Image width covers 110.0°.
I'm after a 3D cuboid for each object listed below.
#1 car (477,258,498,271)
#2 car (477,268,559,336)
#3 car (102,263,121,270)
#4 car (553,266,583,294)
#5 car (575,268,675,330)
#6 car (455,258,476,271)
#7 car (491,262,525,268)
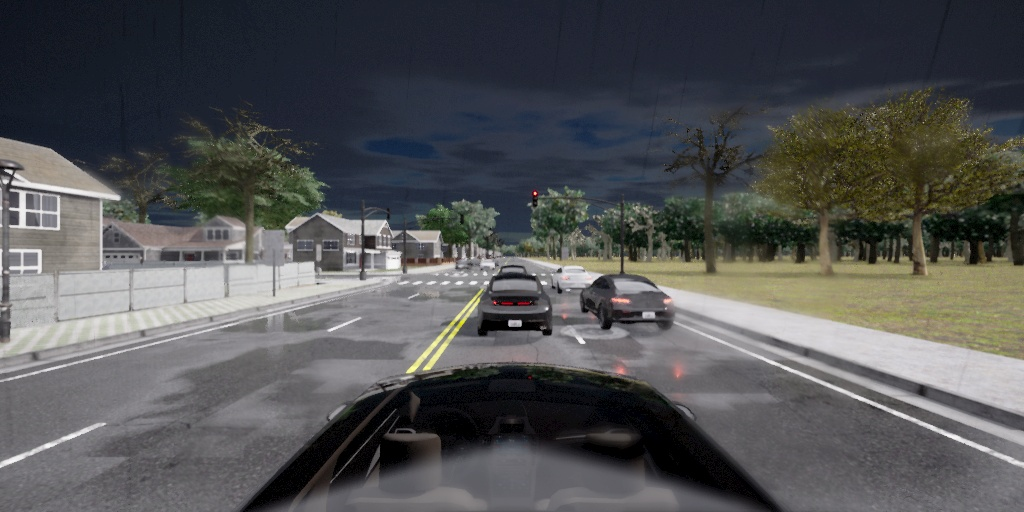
[{"bbox_3d":[-3.335,1.233,49.087,1.812,1.442,4.674,0,0,0],"label":"car"},{"bbox_3d":[0.084,1.249,10.369,1.837,1.490,4.892,0,0,0],"label":"car"},{"bbox_3d":[-34.384,1.334,30.870,5.357,1.411,2.033,0,0,0],"label":"car"},{"bbox_3d":[3.313,1.264,20.114,1.812,1.442,4.674,0,0,0],"label":"car"},{"bbox_3d":[3.334,1.270,11.009,1.812,1.442,4.674,0,0,0],"label":"car"},{"bbox_3d":[-6.583,1.199,48.686,2.128,1.511,4.902,0,0,0],"label":"car"},{"bbox_3d":[0.060,1.243,19.786,1.837,1.490,4.892,0,0,0],"label":"car"}]
